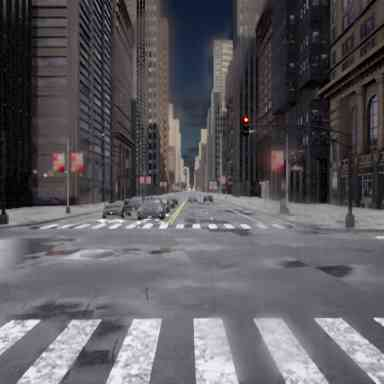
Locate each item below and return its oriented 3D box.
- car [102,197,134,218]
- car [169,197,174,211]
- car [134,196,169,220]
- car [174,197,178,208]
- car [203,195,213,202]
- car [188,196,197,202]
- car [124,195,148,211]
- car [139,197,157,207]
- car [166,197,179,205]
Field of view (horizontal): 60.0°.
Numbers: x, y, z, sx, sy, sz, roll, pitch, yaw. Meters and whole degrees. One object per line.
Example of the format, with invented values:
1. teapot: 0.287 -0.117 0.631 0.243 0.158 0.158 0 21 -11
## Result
1. car: -6.601 1.475 29.590 1.837 1.490 4.892 0 0 0
2. car: -3.352 1.487 36.473 1.812 1.442 4.674 0 0 0
3. car: -3.291 1.325 27.689 2.097 1.767 4.553 0 0 -2
4. car: -3.340 1.511 46.496 1.994 1.385 4.181 0 0 0
5. car: 3.348 1.396 69.916 1.837 1.490 4.892 0 0 0
6. car: 0.098 1.438 69.828 2.033 1.411 5.357 0 0 0
7. car: -6.598 1.309 39.744 2.097 1.767 4.553 0 0 0
8. car: -6.590 1.488 50.041 2.033 1.411 5.357 0 0 0
9. car: -3.315 1.528 56.513 1.895 1.301 4.718 0 0 0
